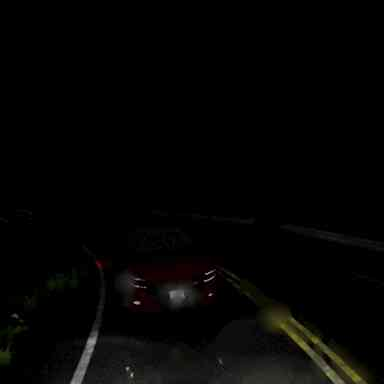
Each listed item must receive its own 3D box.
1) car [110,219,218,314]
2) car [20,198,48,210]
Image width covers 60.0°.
[{"bbox_3d":[-0.907,1.488,8.023,1.882,1.535,5.008,-1,0,-15],"label":"car"},{"bbox_3d":[-23.271,1.755,49.054,1.837,1.490,4.892,0,2,8],"label":"car"}]
